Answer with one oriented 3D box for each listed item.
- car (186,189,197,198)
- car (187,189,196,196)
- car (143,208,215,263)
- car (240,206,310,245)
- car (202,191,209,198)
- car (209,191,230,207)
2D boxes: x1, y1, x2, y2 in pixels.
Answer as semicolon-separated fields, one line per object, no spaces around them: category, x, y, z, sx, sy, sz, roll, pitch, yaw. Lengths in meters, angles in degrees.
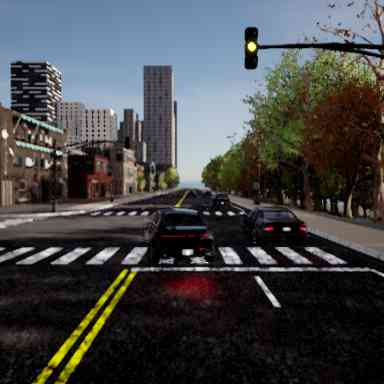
car;-0.144;0.462;65.997;1.812;1.442;4.674;0;1;0
car;-0.165;0.084;75.994;1.882;1.535;5.008;0;1;0
car;-0.560;1.323;11.368;1.837;1.490;4.892;0;1;-11
car;3.320;1.319;14.209;2.033;1.411;5.357;0;1;0
car;3.110;0.454;66.524;1.812;1.442;4.674;0;1;0
car;3.268;0.888;38.318;1.837;1.490;4.892;0;1;0
